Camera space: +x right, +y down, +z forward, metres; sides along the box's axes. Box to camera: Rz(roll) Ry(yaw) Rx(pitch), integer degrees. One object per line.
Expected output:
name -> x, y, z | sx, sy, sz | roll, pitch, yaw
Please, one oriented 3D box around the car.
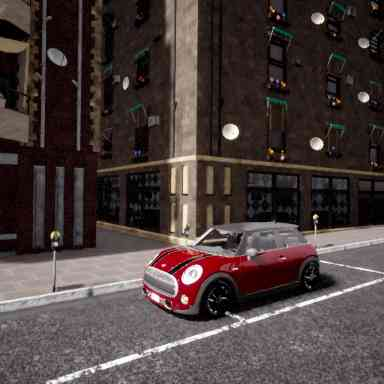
car -> 0.944, 1.442, 7.358 | 4.097, 1.590, 1.967 | 0, 1, -35
